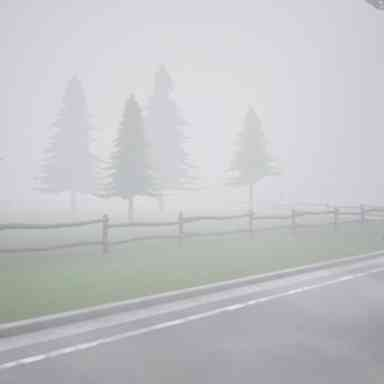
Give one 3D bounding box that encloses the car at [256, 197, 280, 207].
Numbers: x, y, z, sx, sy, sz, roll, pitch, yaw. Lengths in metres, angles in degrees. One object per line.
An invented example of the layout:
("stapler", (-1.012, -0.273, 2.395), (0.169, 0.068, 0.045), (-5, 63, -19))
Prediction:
("car", (14.285, 1.795, 62.328), (2.097, 1.767, 4.553), (1, 0, -35))
